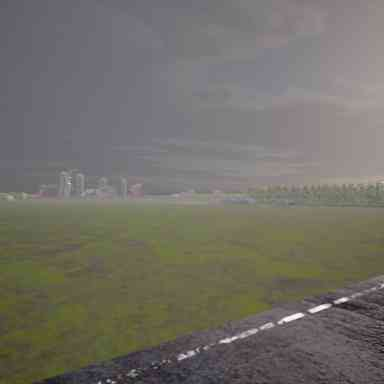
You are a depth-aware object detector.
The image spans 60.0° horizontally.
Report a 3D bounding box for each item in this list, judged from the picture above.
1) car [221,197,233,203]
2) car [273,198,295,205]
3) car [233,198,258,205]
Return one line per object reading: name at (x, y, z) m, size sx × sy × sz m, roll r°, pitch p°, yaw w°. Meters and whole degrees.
car at (8.566, 1.896, 76.798) m, size 1.994 × 1.385 × 4.181 m, roll 0°, pitch -1°, yaw -35°
car at (17.559, 1.881, 63.771) m, size 1.994 × 1.385 × 4.181 m, roll 0°, pitch -1°, yaw -35°
car at (11.260, 1.891, 68.052) m, size 2.128 × 1.511 × 4.902 m, roll 0°, pitch -1°, yaw -35°
